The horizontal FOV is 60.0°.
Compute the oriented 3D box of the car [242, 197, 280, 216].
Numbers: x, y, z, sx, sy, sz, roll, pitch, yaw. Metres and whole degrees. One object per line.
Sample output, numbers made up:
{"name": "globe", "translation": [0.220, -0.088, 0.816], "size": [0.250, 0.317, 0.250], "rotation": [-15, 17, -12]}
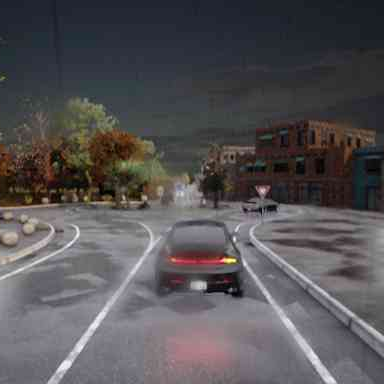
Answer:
{"name": "car", "translation": [6.435, 1.253, 30.422], "size": [2.128, 1.511, 4.902], "rotation": [2, 2, 38]}

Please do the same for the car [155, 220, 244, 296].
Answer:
{"name": "car", "translation": [0.197, 1.471, 8.542], "size": [1.837, 1.490, 4.892], "rotation": [0, 0, 2]}
